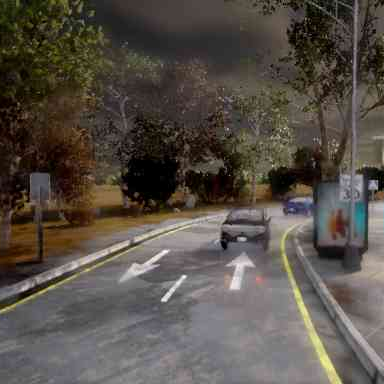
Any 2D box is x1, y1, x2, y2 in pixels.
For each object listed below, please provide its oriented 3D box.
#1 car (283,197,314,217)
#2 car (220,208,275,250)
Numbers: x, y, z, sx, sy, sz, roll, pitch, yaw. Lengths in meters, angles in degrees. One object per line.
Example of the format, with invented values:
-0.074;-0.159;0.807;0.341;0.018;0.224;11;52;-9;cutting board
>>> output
9.027;1.108;26.617;1.882;1.535;5.008;2;2;41;car
2.398;1.408;14.008;2.128;1.511;4.902;1;1;15;car
